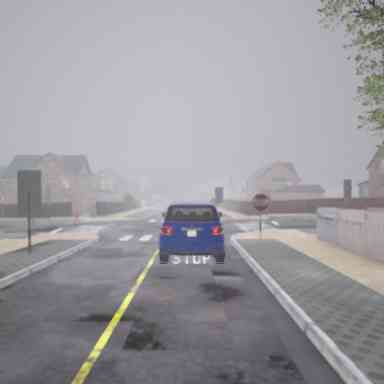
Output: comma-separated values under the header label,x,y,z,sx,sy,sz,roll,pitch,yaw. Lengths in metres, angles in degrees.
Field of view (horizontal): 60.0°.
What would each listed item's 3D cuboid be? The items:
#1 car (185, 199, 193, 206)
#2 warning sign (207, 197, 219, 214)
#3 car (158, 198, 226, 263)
label,x,y,z,sx,sy,sz,roll,pitch,yaw
car,-0.733,2.442,77.623,1.837,1.490,4.892,0,-1,-2
warning sign,2.404,1.554,38.013,1.300,1.860,1.060,2,1,-1
car,0.010,1.345,12.571,2.150,2.045,5.566,0,0,0
